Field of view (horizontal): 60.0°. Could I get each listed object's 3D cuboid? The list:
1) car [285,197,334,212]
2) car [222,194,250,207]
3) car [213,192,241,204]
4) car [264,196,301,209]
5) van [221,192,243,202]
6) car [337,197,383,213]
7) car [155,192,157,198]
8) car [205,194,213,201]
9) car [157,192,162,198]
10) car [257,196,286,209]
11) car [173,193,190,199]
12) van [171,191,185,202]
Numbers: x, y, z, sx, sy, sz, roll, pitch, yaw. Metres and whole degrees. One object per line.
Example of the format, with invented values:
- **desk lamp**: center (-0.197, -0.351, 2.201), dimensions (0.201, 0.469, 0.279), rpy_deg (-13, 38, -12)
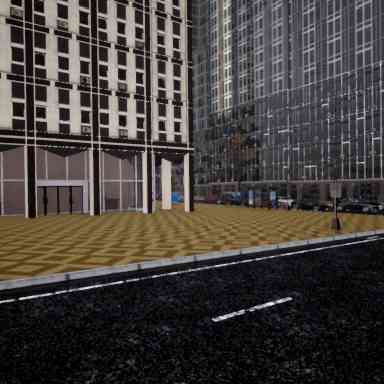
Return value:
- **car**: center (12.903, 1.423, 36.612), dimensions (1.947, 1.339, 4.313), rpy_deg (0, 1, -34)
- **car**: center (6.572, 1.319, 46.055), dimensions (1.947, 1.339, 4.313), rpy_deg (0, 1, -34)
- **car**: center (5.854, 1.169, 51.811), dimensions (1.837, 1.490, 4.892), rpy_deg (-1, 1, -34)
- **car**: center (11.691, 1.283, 43.218), dimensions (1.812, 1.442, 4.674), rpy_deg (-1, 1, -34)
- **van**: center (7.152, 0.854, 60.191), dimensions (1.690, 1.788, 3.998), rpy_deg (0, 1, -34)
- **car**: center (17.307, 1.340, 34.959), dimensions (2.128, 1.511, 4.902), rpy_deg (-1, 1, -34)
- **car**: center (-8.831, 0.686, 83.689), dimensions (1.967, 1.590, 4.097), rpy_deg (0, 1, -34)
- **car**: center (3.957, 1.043, 64.894), dimensions (1.802, 1.307, 4.206), rpy_deg (0, 1, -34)
- **car**: center (-5.634, 0.614, 78.989), dimensions (2.192, 1.841, 5.009), rpy_deg (0, 1, -34)
- **car**: center (9.721, 1.387, 41.324), dimensions (1.802, 1.307, 4.206), rpy_deg (0, 1, -34)
- **car**: center (-2.437, 0.935, 74.293), dimensions (1.802, 1.307, 4.206), rpy_deg (0, 1, -34)
- **van**: center (-2.973, 0.937, 60.179), dimensions (1.690, 1.788, 3.998), rpy_deg (0, 1, -34)
